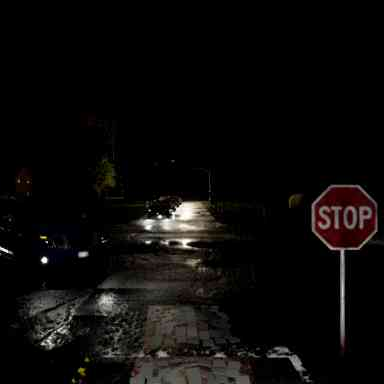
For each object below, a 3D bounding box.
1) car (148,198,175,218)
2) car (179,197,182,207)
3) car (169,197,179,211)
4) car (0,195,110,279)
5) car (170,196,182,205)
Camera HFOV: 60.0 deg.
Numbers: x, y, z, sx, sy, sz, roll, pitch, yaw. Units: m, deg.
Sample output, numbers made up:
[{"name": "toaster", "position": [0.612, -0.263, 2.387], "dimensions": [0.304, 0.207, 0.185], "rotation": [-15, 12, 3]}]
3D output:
[{"name": "car", "position": [-2.841, 1.536, 30.168], "dimensions": [1.812, 1.442, 4.674], "rotation": [0, 0, 1]}, {"name": "car", "position": [-2.796, 1.491, 48.358], "dimensions": [1.882, 1.535, 5.008], "rotation": [0, 0, 0]}, {"name": "car", "position": [-2.811, 1.537, 39.205], "dimensions": [1.812, 1.442, 4.674], "rotation": [0, 0, 0]}, {"name": "car", "position": [-4.894, 1.190, 10.490], "dimensions": [5.566, 2.045, 2.150], "rotation": [2, 0, 41]}, {"name": "car", "position": [-2.758, 1.540, 58.638], "dimensions": [1.812, 1.442, 4.674], "rotation": [0, 0, 0]}]
